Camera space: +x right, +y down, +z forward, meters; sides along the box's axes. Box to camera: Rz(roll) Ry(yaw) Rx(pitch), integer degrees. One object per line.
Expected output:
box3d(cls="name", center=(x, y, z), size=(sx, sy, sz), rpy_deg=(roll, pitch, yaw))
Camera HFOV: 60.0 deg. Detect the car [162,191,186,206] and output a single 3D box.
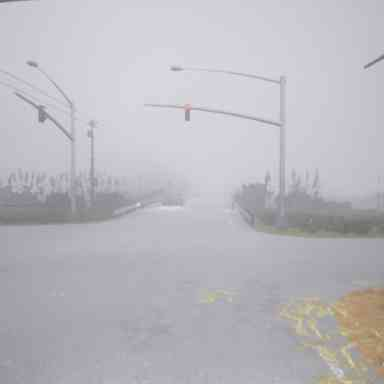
box3d(cls="car", center=(-1.782, 0.649, 33.674), size=(1.994, 1.385, 4.181), rpy_deg=(0, 3, 6))
